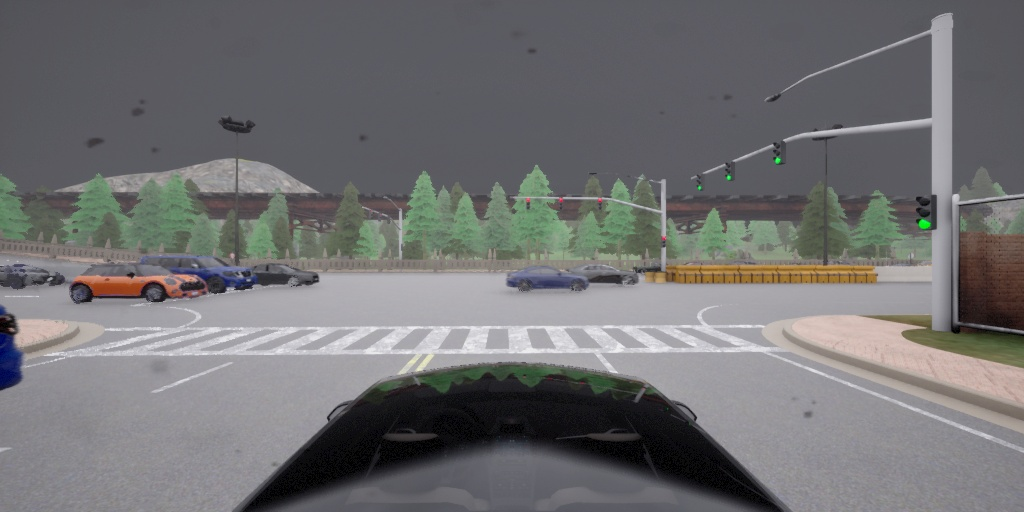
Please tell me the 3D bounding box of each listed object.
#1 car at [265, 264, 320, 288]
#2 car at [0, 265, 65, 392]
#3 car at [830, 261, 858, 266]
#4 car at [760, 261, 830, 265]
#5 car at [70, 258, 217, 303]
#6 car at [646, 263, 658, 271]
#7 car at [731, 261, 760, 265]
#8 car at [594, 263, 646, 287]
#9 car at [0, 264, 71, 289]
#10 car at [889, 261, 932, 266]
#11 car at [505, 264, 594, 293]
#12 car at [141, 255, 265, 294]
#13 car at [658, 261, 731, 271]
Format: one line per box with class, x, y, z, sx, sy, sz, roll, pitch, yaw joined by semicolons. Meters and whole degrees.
car;-15.083;1.255;23.121;4.892;1.490;1.837;0;0;-2
car;-6.867;0.972;1.788;2.150;2.045;5.566;0;0;3
car;34.700;1.241;38.881;4.902;1.511;2.128;0;0;-2
car;24.867;1.314;31.575;4.181;1.385;1.994;0;0;-2
car;-16.519;1.102;16.073;4.553;1.767;2.097;0;0;-2
car;15.291;1.351;38.278;4.718;1.301;1.895;0;0;-2
car;24.544;1.241;38.568;4.902;1.511;2.128;0;0;-2
car;5.854;1.242;23.777;4.902;1.511;2.128;0;0;-2
car;-31.235;1.249;22.624;4.181;1.385;1.994;1;0;-2
car;34.811;1.314;31.880;4.181;1.385;1.994;0;0;-2
car;1.944;1.276;20.152;4.674;1.442;1.812;0;0;-2
car;-17.185;0.971;19.552;5.566;2.045;2.150;0;0;-2
car;15.876;1.228;31.294;5.008;1.535;1.882;0;0;-2
